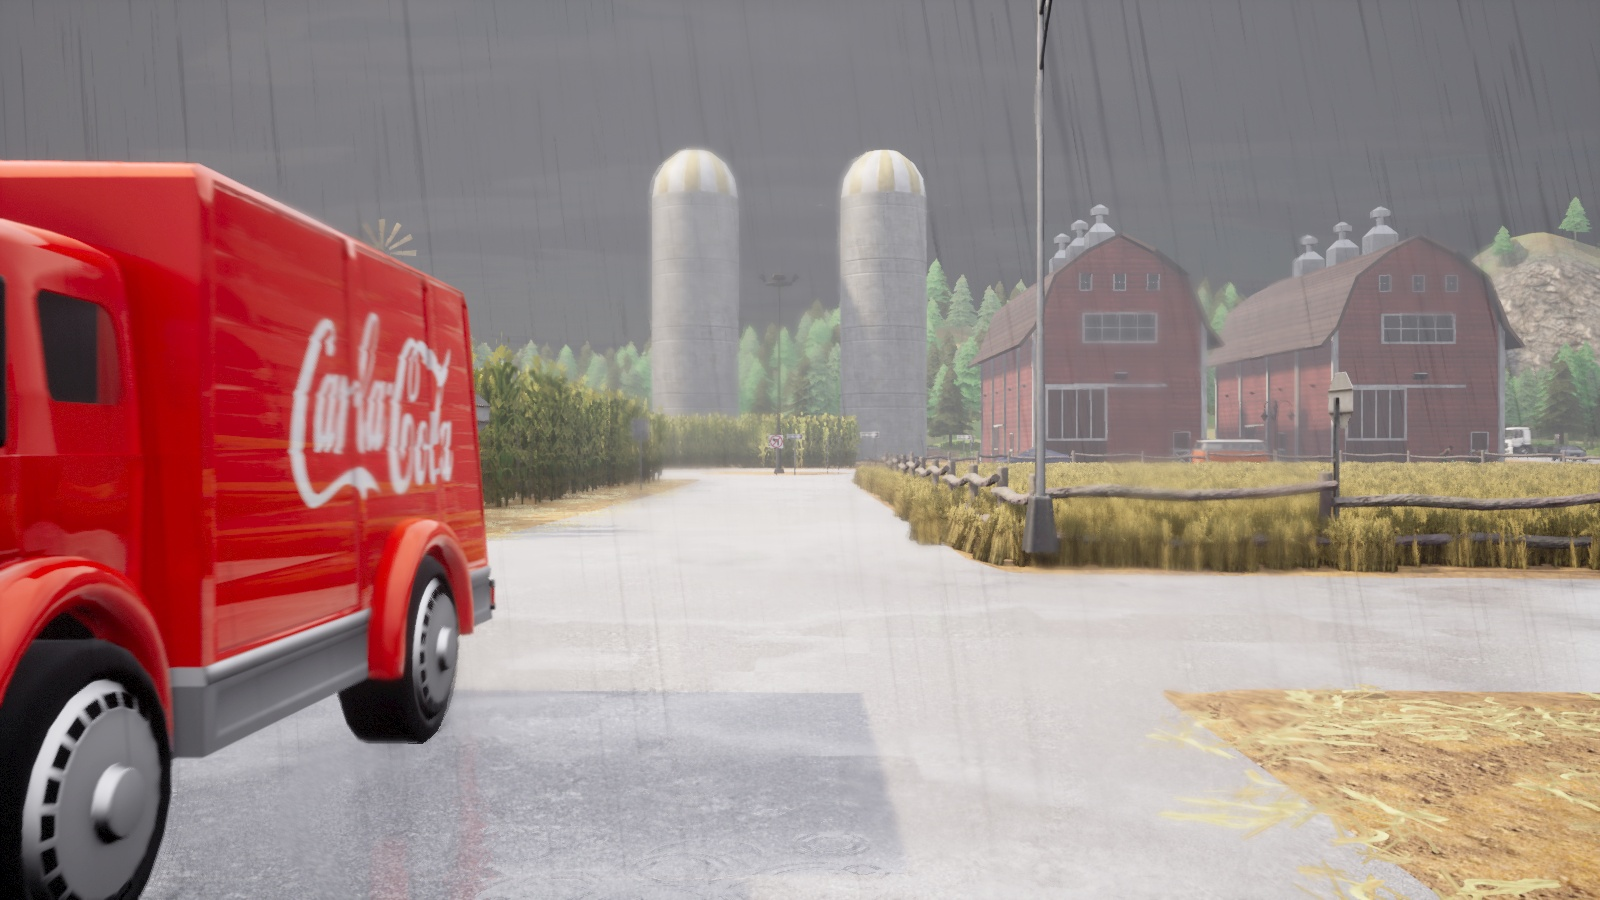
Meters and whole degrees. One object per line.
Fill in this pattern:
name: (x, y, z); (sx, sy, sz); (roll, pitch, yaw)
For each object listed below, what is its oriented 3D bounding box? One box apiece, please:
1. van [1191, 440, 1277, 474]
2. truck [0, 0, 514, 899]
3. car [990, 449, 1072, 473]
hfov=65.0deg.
van: (25.753, 0.416, 74.581); (4.442, 1.987, 1.775); (0, 0, -3)
truck: (-3.053, 0.219, 4.968); (2.627, 2.467, 5.204); (0, 0, 0)
car: (14.244, 0.665, 77.450); (4.674, 1.442, 1.812); (0, 0, -2)
